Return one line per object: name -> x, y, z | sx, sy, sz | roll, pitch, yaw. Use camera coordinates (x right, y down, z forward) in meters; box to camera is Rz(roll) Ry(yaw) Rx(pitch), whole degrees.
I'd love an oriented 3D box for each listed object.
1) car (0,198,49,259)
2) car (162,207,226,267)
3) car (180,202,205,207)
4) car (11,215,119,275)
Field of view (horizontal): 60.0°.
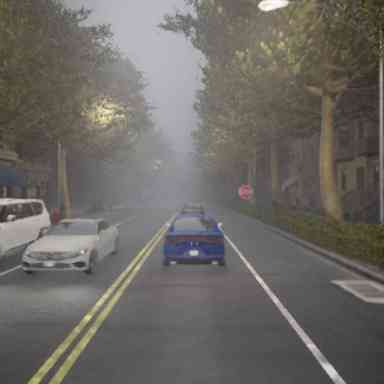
car -> -6.555, 1.254, 10.827 | 2.435, 2.045, 5.566 | 0, 0, 0
car -> 0.070, 1.505, 11.535 | 1.882, 1.535, 5.008 | 0, 0, 0
car -> 0.068, 1.554, 27.118 | 2.128, 1.511, 4.902 | 0, 0, 0
car -> -3.589, 1.551, 10.708 | 1.812, 1.442, 4.674 | 0, 0, 0
